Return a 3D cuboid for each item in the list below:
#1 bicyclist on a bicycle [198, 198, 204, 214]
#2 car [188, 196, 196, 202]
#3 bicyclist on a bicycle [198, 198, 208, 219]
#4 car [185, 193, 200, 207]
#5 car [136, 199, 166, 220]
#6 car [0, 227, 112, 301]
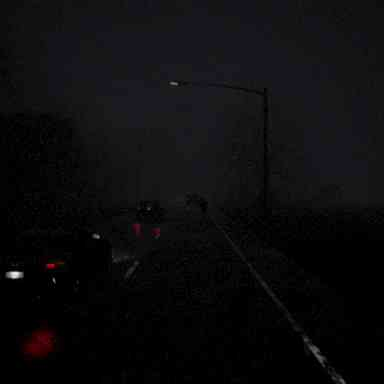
[{"bbox_3d":[0.969,1.456,35.699,0.582,1.620,1.656,0,0,0],"label":"bicyclist on a bicycle"},{"bbox_3d":[0.008,1.534,73.993,1.812,1.442,4.674,0,0,0],"label":"car"},{"bbox_3d":[0.969,1.372,26.904,0.659,1.776,1.843,0,0,0],"label":"bicyclist on a bicycle"},{"bbox_3d":[0.096,1.229,52.090,2.150,2.045,5.566,0,0,0],"label":"car"},{"bbox_3d":[-3.398,1.354,28.276,2.097,1.767,4.553,0,0,0],"label":"car"},{"bbox_3d":[-3.399,1.565,8.408,1.994,1.385,4.181,0,0,0],"label":"car"}]
